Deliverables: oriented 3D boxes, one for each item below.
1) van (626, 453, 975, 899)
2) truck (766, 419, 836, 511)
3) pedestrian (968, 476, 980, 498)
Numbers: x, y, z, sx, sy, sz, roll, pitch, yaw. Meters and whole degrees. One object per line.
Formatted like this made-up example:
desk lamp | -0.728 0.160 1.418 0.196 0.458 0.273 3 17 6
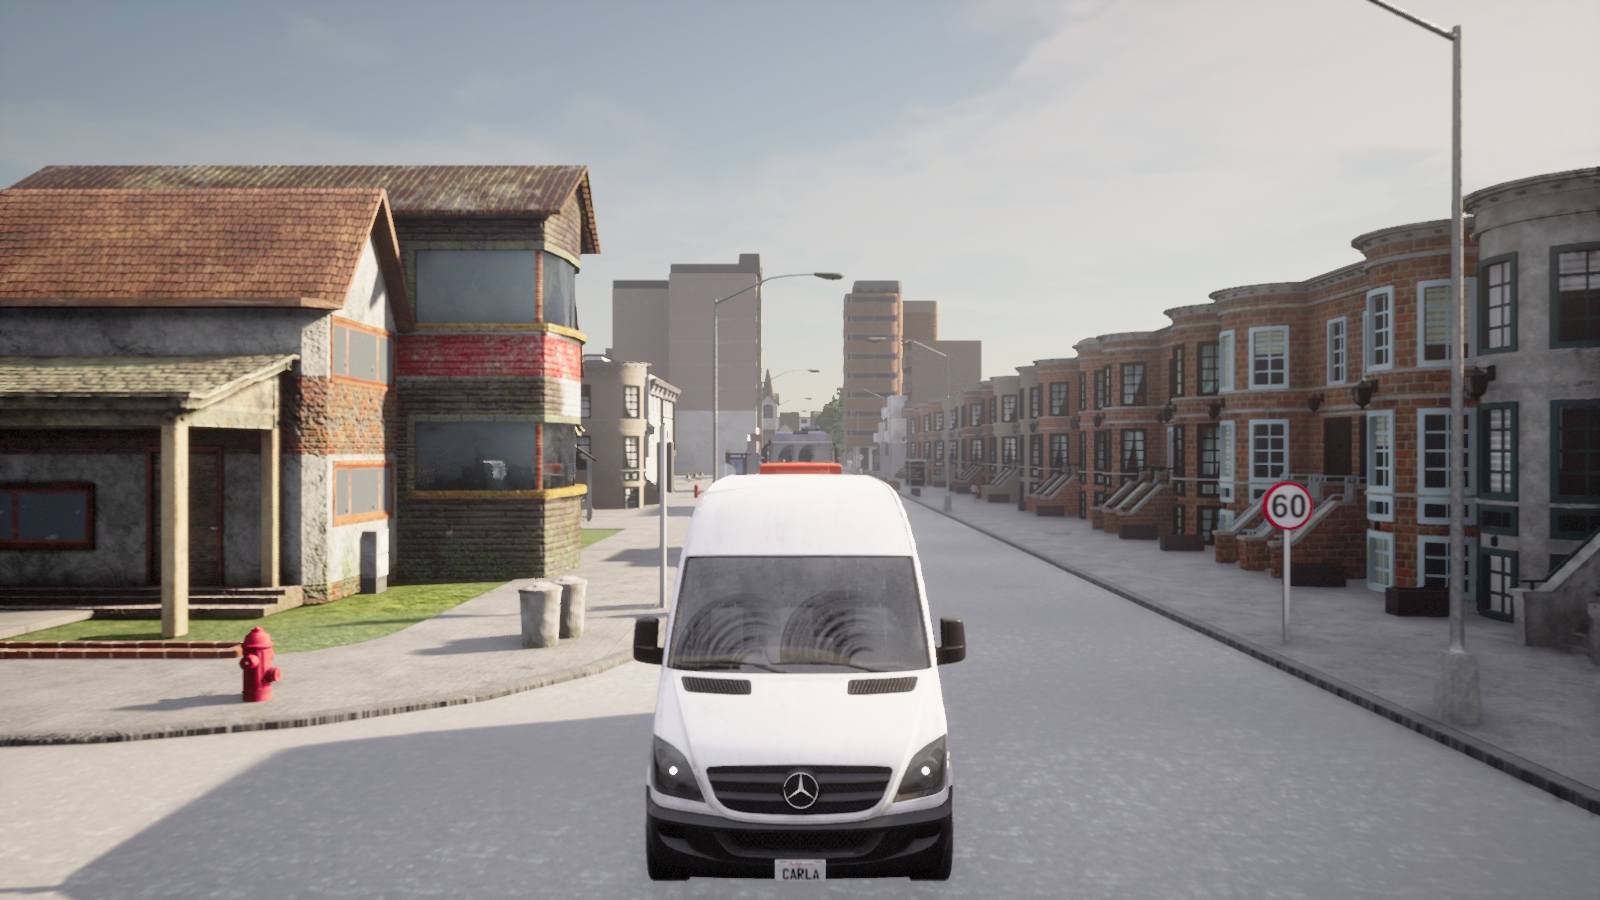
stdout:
van | 0.003 1.313 9.466 1.988 2.561 5.915 0 0 0
truck | 0.029 0.658 51.634 2.891 3.827 8.468 0 -1 0
pedestrian | 8.966 1.896 58.777 0.500 1.100 0.500 0 0 -8
